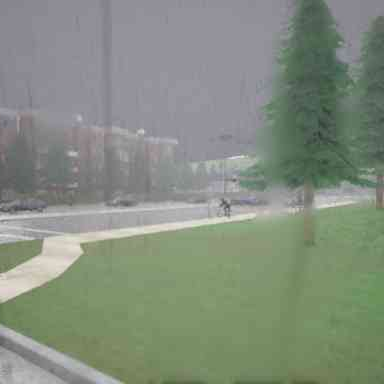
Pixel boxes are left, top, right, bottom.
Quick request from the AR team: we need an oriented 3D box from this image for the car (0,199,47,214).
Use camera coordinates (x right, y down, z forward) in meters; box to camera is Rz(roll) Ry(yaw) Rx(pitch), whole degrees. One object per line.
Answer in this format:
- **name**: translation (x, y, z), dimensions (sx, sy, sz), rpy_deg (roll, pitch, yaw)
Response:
- **car**: translation (-18.265, 1.498, 36.074), dimensions (2.128, 1.511, 4.902), rpy_deg (0, 0, 35)

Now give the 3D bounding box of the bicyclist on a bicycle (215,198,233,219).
- **bicyclist on a bicycle**: translation (2.522, 1.293, 26.248), dimensions (1.656, 1.620, 0.582), rpy_deg (0, 0, 35)

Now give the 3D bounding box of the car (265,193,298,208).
- **car**: translation (13.080, 1.226, 48.319), dimensions (2.150, 2.045, 5.566), rpy_deg (0, 0, 36)

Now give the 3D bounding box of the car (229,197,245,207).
- **car**: translation (7.797, 1.484, 52.964), dimensions (1.882, 1.535, 5.008), rpy_deg (0, 0, 35)

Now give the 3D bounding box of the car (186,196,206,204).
- **car**: translation (0.801, 1.517, 63.110), dimensions (2.128, 1.511, 4.902), rpy_deg (0, 0, 35)

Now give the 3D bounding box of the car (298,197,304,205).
- **car**: translation (19.192, 1.531, 57.118), dimensions (1.812, 1.442, 4.674), rpy_deg (0, 0, 35)

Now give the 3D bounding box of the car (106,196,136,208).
- **car**: translation (-10.151, 1.360, 47.638), dimensions (2.097, 1.767, 4.553), rpy_deg (0, 0, 35)

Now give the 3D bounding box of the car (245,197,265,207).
- **car**: translation (10.503, 1.497, 50.731), dimensions (2.128, 1.511, 4.902), rpy_deg (0, 0, 36)

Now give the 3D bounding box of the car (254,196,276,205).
- **car**: translation (13.438, 1.554, 61.105), dimensions (2.033, 1.411, 5.357), rpy_deg (0, 0, 35)
